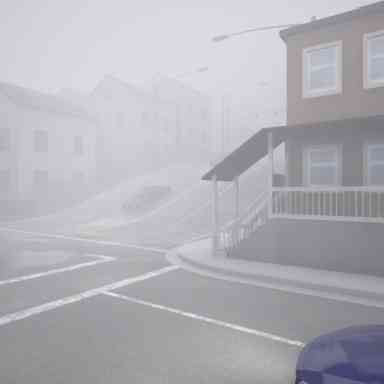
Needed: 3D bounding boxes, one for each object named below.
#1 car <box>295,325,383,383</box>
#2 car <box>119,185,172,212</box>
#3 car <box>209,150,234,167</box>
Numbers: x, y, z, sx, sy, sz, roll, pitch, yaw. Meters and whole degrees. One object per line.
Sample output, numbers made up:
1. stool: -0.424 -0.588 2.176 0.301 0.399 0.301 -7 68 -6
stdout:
1. car: 2.949 1.526 1.860 4.674 1.442 1.812 0 0 36
2. car: -3.697 0.409 26.673 1.895 1.301 4.718 0 20 34
3. car: 3.730 -3.805 37.425 1.837 1.490 4.892 0 14 36
